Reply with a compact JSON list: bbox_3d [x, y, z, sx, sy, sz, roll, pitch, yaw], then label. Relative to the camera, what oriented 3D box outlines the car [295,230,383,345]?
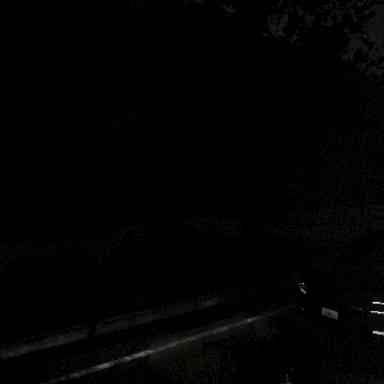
[{"bbox_3d":[4.021,1.475,6.248,5.008,1.535,1.882,0,0,-36],"label":"car"}]
